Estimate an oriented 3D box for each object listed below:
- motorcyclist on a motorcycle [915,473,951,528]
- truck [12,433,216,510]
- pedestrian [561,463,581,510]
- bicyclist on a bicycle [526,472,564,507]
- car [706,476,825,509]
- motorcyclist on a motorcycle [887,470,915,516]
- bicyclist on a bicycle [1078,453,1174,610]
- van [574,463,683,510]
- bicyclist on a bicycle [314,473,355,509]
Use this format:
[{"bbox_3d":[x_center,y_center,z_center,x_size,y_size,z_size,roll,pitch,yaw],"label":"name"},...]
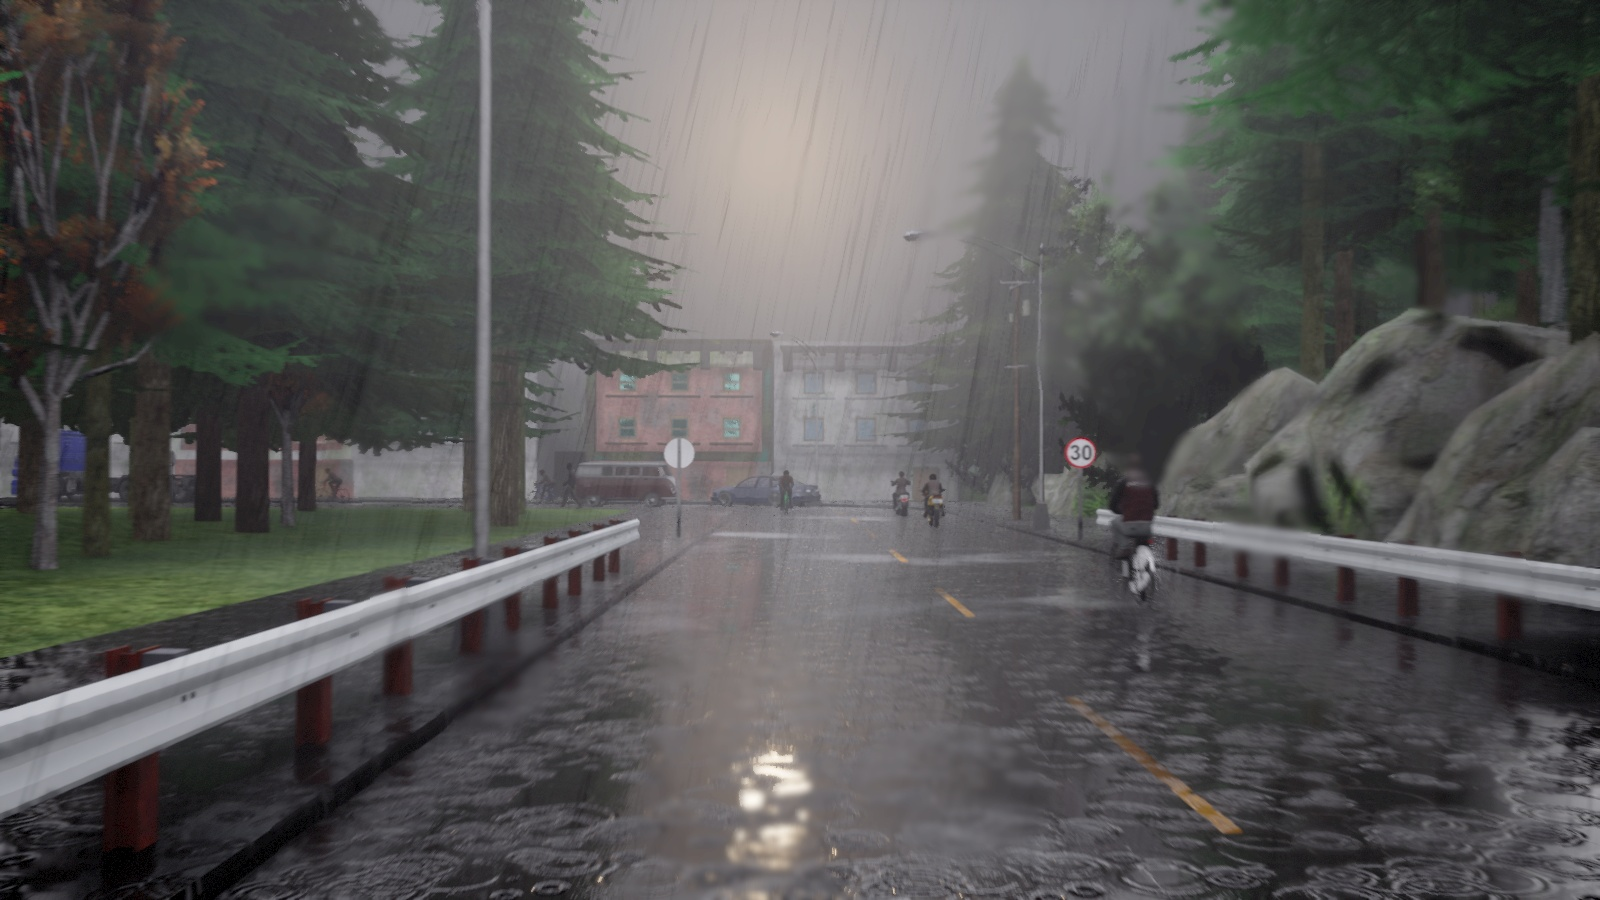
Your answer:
[{"bbox_3d":[3.783,1.414,35.842,0.797,1.523,2.044,0,-1,0],"label":"motorcyclist on a motorcycle"},{"bbox_3d":[-31.867,1.000,58.565,7.936,3.462,2.891,0,-1,0],"label":"truck"},{"bbox_3d":[-8.985,1.431,49.248,0.703,1.840,0.431,0,-1,-1],"label":"pedestrian"},{"bbox_3d":[-11.881,1.850,58.510,1.656,1.620,0.582,-1,-1,1],"label":"bicyclist on a bicycle"},{"bbox_3d":[-1.616,1.871,56.680,5.357,1.411,2.033,-1,-1,40],"label":"car"},{"bbox_3d":[3.673,1.560,45.904,0.766,1.649,2.350,0,-1,-2],"label":"motorcyclist on a motorcycle"},{"bbox_3d":[3.912,0.938,15.194,0.659,1.776,1.843,0,-1,0],"label":"bicyclist on a bicycle"},{"bbox_3d":[-7.400,1.560,54.423,4.442,1.987,1.775,0,-1,4],"label":"van"},{"bbox_3d":[-21.703,1.893,58.552,1.656,1.620,0.582,-1,-1,0],"label":"bicyclist on a bicycle"}]
